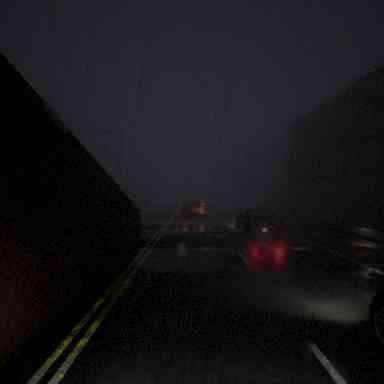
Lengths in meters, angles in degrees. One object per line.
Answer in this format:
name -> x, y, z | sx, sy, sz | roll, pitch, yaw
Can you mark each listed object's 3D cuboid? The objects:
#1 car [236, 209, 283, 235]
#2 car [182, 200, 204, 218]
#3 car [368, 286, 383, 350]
car -> 3.606, 1.604, 18.706 | 1.895, 1.301, 4.718 | 0, 0, 0
car -> 0.110, 1.483, 30.599 | 1.882, 1.535, 5.008 | 0, -1, 0
car -> 3.600, 1.526, 3.110 | 1.812, 1.442, 4.674 | 0, 0, 0
